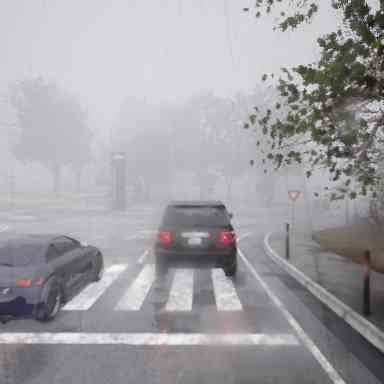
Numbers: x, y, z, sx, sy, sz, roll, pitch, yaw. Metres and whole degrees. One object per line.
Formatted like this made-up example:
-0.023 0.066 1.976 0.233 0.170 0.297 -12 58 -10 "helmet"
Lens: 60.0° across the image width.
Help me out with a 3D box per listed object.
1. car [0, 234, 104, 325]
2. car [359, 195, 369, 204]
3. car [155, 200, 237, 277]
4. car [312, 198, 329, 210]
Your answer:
-3.363 1.599 7.323 1.994 1.385 4.181 0 0 1 "car"
30.388 1.340 56.573 5.008 1.535 1.882 2 1 -35 "car"
0.157 1.264 10.605 2.150 2.045 5.566 0 0 2 "car"
16.578 1.456 42.741 2.128 1.511 4.902 1 1 22 "car"
